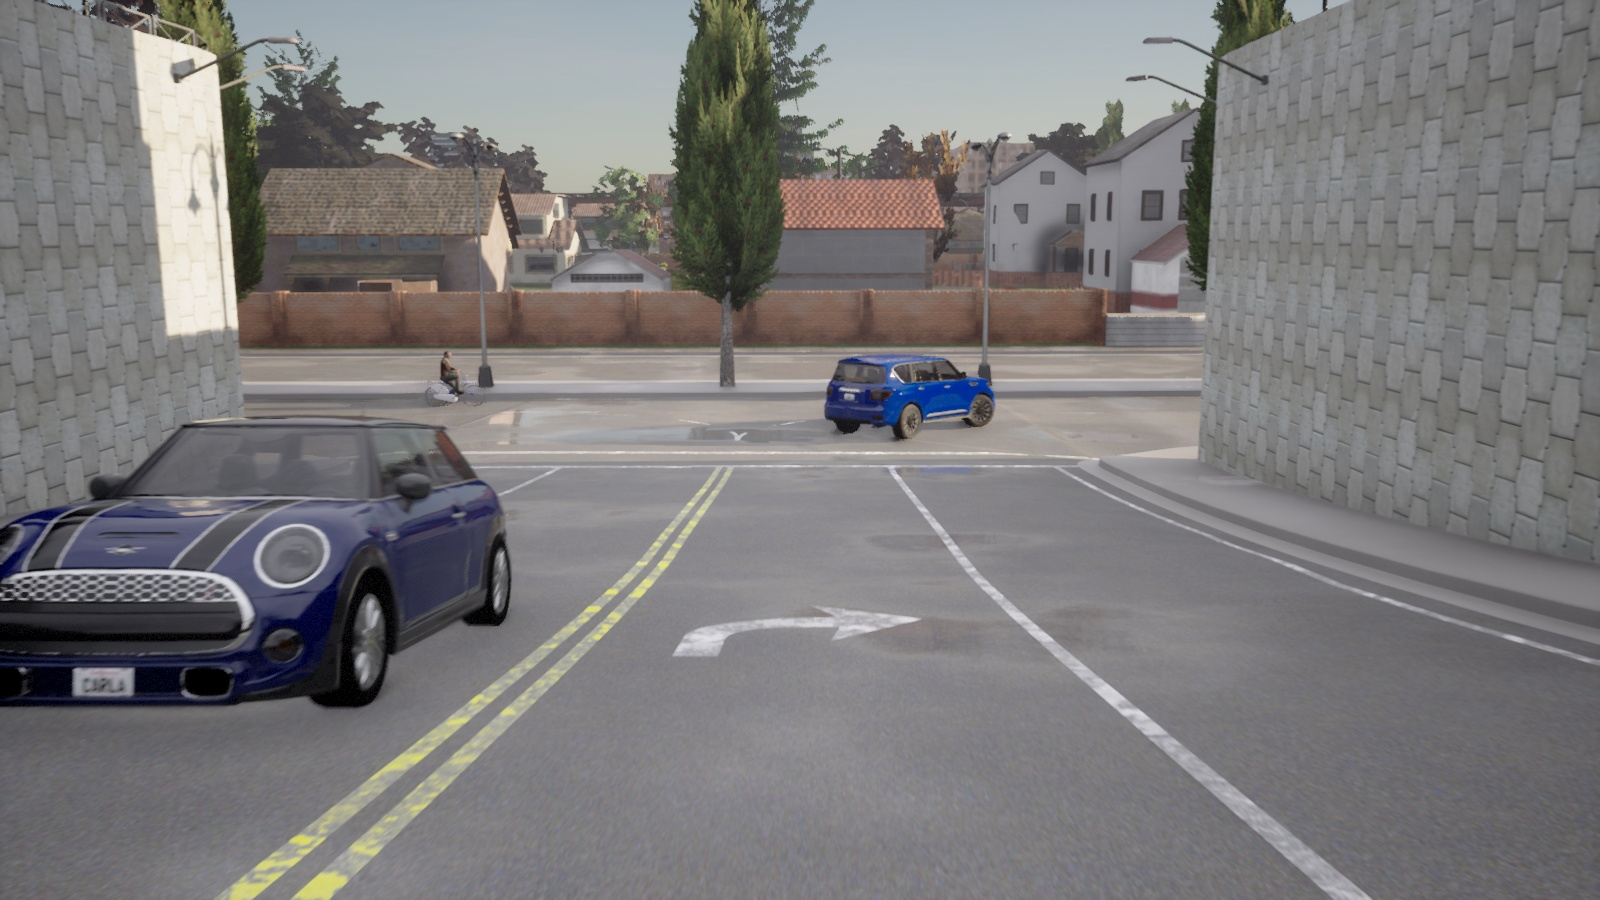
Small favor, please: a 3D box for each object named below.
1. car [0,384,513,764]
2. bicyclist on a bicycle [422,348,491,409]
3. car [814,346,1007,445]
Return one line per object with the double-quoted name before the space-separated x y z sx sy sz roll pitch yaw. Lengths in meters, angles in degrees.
"car" -3.439 0.551 8.120 2.097 1.767 4.553 0 1 0
"bicyclist on a bicycle" -10.473 -2.182 38.333 1.843 1.776 0.659 0 10 -1
"car" 3.004 -1.528 33.108 2.150 2.045 5.566 7 11 41
